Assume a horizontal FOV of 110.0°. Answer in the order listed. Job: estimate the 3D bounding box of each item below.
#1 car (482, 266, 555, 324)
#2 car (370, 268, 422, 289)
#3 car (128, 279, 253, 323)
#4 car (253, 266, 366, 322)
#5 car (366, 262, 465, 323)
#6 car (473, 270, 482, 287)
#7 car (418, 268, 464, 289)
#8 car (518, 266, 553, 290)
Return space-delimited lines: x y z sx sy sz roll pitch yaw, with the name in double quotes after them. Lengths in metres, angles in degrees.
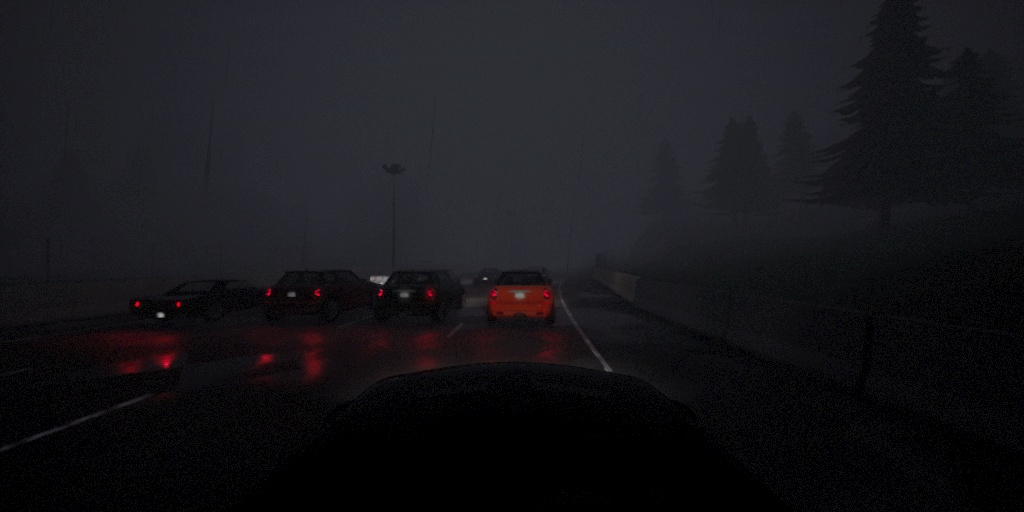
0.407 1.223 12.807 2.097 1.767 4.553 0 -1 4 "car"
-8.668 1.628 27.251 1.895 1.301 4.718 0 -1 9 "car"
-10.134 1.468 12.725 1.895 1.301 4.718 0 -1 4 "car"
-6.590 1.224 13.103 2.097 1.767 4.553 0 -1 4 "car"
-3.091 1.224 12.958 2.097 1.767 4.553 0 -1 4 "car"
-1.577 1.595 27.291 1.994 1.385 4.181 0 -1 9 "car"
-5.194 1.625 26.830 1.895 1.301 4.718 0 -1 9 "car"
1.857 1.516 26.613 2.128 1.511 4.902 0 -1 9 "car"
